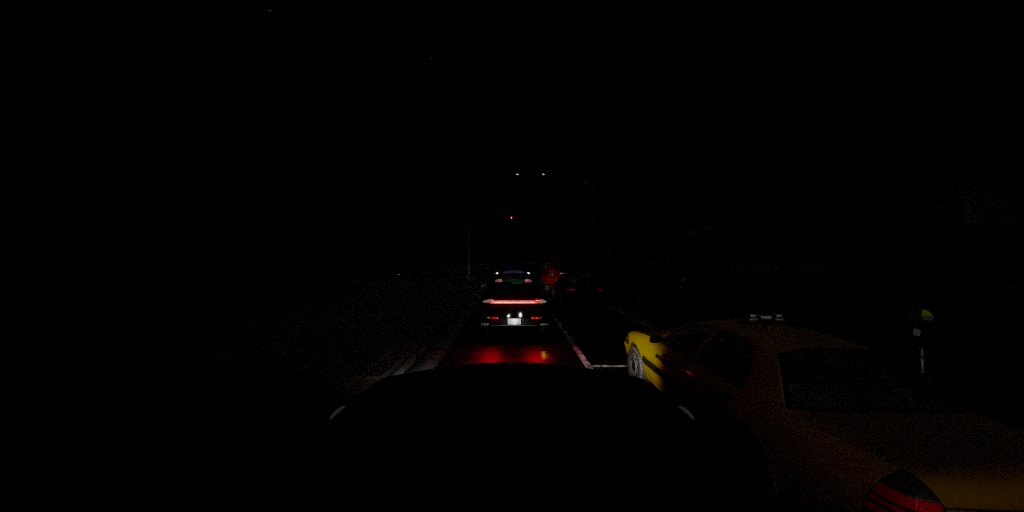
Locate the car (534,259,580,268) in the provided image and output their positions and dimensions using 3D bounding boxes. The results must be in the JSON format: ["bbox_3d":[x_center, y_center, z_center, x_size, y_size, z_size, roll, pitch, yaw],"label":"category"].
[{"bbox_3d":[2.663,1.076,20.219,2.192,1.841,5.009,0,0,0],"label":"car"}]

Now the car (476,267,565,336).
[{"bbox_3d":[0.077,1.245,10.393,2.128,1.511,4.902,0,0,1],"label":"car"}]

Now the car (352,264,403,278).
[{"bbox_3d":[-12.208,1.343,31.807,4.718,1.301,1.895,0,-1,0],"label":"car"}]

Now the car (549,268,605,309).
[{"bbox_3d":[2.656,1.338,14.770,1.802,1.307,4.207,0,0,0],"label":"car"}]

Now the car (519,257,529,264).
[{"bbox_3d":[2.721,1.403,62.960,1.888,1.381,4.507,0,0,0],"label":"car"}]

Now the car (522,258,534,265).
[{"bbox_3d":[2.699,1.356,46.648,1.888,1.381,4.507,0,0,0],"label":"car"}]

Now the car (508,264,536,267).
[{"bbox_3d":[0.053,1.325,19.337,1.994,1.385,4.181,0,0,-1],"label":"car"}]

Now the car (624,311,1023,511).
[{"bbox_3d":[2.642,1.276,4.042,1.751,1.417,4.829,0,0,0],"label":"car"}]
